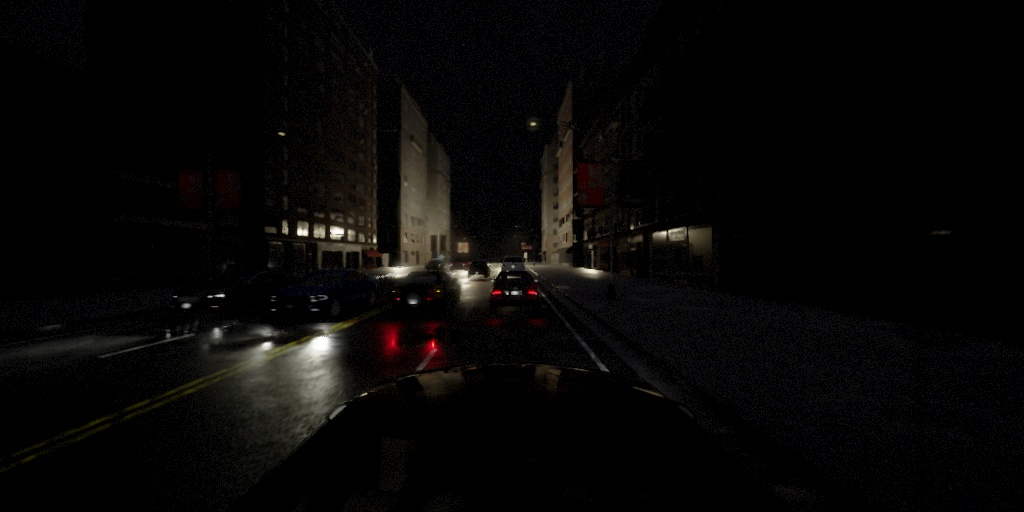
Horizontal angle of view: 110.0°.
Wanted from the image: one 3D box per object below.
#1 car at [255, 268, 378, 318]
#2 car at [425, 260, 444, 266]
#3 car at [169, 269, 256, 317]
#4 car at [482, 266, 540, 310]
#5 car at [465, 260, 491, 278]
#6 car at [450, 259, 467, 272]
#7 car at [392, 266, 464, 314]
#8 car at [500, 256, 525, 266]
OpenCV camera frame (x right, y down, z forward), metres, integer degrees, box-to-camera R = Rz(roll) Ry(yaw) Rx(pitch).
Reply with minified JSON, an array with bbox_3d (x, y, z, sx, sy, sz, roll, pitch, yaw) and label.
[{"bbox_3d":[-6.602,1.230,13.140,1.882,1.535,5.008,0,0,0],"label":"car"},{"bbox_3d":[-9.858,1.290,45.820,1.837,1.490,4.892,0,0,0],"label":"car"},{"bbox_3d":[-9.852,1.244,13.303,2.128,1.511,4.902,0,0,0],"label":"car"},{"bbox_3d":[0.098,1.302,14.631,2.033,1.411,5.357,0,0,0],"label":"car"},{"bbox_3d":[-3.159,1.278,34.944,1.837,1.490,4.892,0,0,0],"label":"car"},{"bbox_3d":[-6.606,1.139,45.647,2.097,1.767,4.553,0,0,0],"label":"car"},{"bbox_3d":[-3.153,1.279,13.762,1.812,1.442,4.674,0,0,0],"label":"car"},{"bbox_3d":[0.092,0.994,34.025,2.150,2.045,5.566,0,0,0],"label":"car"}]
